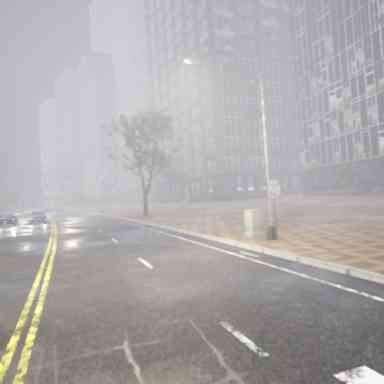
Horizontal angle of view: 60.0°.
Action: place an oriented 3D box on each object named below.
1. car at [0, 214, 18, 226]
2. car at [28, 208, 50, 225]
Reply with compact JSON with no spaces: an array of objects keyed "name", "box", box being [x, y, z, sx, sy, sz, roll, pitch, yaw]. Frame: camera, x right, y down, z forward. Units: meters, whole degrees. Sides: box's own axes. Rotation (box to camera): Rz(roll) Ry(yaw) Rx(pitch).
[{"name":"car","box":[-21.460,3.279,38.738,1.895,1.301,4.718,-3,-1,-24]},{"name":"car","box":[-18.506,3.038,40.074,1.837,1.490,4.892,-3,-1,-24]}]
